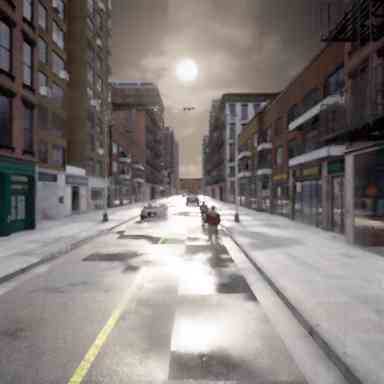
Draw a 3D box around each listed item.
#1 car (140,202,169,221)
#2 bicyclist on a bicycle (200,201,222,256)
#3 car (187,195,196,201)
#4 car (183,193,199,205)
[{"bbox_3d":[-2.863,1.482,26.079,1.994,1.385,4.181,0,0,0],"label":"car"},{"bbox_3d":[0.750,1.334,11.911,0.659,1.776,1.843,0,0,0],"label":"bicyclist on a bicycle"},{"bbox_3d":[-0.047,1.356,73.759,1.895,1.301,4.718,0,0,0],"label":"car"},{"bbox_3d":[0.063,1.168,54.667,2.097,1.767,4.553,0,0,0],"label":"car"}]
